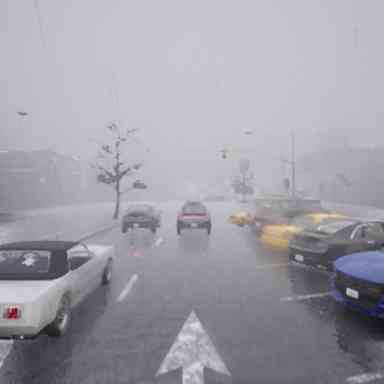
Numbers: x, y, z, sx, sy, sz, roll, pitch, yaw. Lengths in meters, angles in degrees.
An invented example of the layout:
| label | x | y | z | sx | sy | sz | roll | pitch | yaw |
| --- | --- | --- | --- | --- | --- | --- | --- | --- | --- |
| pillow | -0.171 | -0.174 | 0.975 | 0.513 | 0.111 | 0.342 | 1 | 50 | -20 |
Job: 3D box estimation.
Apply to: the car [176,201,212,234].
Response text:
| label | x | y | z | sx | sy | sz | roll | pitch | yaw |
| --- | --- | --- | --- | --- | --- | --- | --- | --- | --- |
| car | 0.108 | 1.478 | 19.109 | 2.128 | 1.511 | 4.902 | 0 | 0 | 0 |

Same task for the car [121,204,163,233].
| label | x | y | z | sx | sy | sz | roll | pitch | yaw |
| --- | --- | --- | --- | --- | --- | --- | --- | --- | --- |
| car | -2.891 | 1.493 | 19.664 | 1.837 | 1.490 | 4.892 | 0 | 0 | 0 |

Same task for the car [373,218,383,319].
| label | x | y | z | sx | sy | sz | roll | pitch | yaw |
| --- | --- | --- | --- | --- | --- | --- | --- | --- | --- |
| car | 5.101 | 1.232 | 3.550 | 5.566 | 2.045 | 2.435 | 1 | 0 | -20 |

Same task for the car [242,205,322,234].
| label | x | y | z | sx | sy | sz | roll | pitch | yaw |
| --- | --- | --- | --- | --- | --- | --- | --- | --- | --- |
| car | 5.103 | 1.508 | 15.477 | 4.792 | 1.488 | 2.163 | 1 | 0 | -20 |

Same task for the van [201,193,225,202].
| label | x | y | z | sx | sy | sz | roll | pitch | yaw |
| --- | --- | --- | --- | --- | --- | --- | --- | --- | --- |
| van | 4.998 | 1.217 | 73.673 | 4.442 | 1.987 | 1.878 | 1 | -1 | -20 |

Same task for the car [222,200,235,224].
| label | x | y | z | sx | sy | sz | roll | pitch | yaw |
| --- | --- | --- | --- | --- | --- | --- | --- | --- | --- |
| car | 4.907 | 1.476 | 21.363 | 5.366 | 1.575 | 1.946 | 1 | 0 | -20 |

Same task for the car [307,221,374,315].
| label | x | y | z | sx | sy | sz | roll | pitch | yaw |
| --- | --- | --- | --- | --- | --- | --- | --- | --- | --- |
| car | 5.079 | 1.480 | 6.515 | 5.008 | 1.535 | 2.097 | 1 | 0 | -20 |

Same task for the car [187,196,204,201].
| label | x | y | z | sx | sy | sz | roll | pitch | yaw |
| --- | --- | --- | --- | --- | --- | --- | --- | --- | --- |
| car | 0.113 | 1.490 | 37.360 | 1.837 | 1.490 | 4.892 | 0 | 0 | 0 |

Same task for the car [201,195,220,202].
| label | x | y | z | sx | sy | sz | roll | pitch | yaw |
| --- | --- | --- | --- | --- | --- | --- | --- | --- | --- |
| car | 5.144 | 1.748 | 91.587 | 4.553 | 1.767 | 2.185 | 1 | -1 | -20 |

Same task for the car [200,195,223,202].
| label | x | y | z | sx | sy | sz | roll | pitch | yaw |
| --- | --- | --- | --- | --- | --- | --- | --- | --- | --- |
| car | 4.935 | 1.652 | 82.577 | 5.366 | 1.575 | 1.946 | 1 | -1 | -20 |

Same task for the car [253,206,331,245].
| label | x | y | z | sx | sy | sz | roll | pitch | yaw |
| --- | --- | --- | --- | --- | --- | --- | --- | --- | --- |
| car | 5.250 | 1.477 | 12.547 | 5.366 | 1.575 | 1.946 | 1 | 0 | -20 |

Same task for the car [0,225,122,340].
| label | x | y | z | sx | sy | sz | roll | pitch | yaw |
| --- | --- | --- | --- | --- | --- | --- | --- | --- | --- |
| car | -2.897 | 1.588 | 6.552 | 1.895 | 1.301 | 4.718 | 0 | 0 | 0 |

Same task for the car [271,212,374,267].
| label | x | y | z | sx | sy | sz | roll | pitch | yaw |
| --- | --- | --- | --- | --- | --- | --- | --- | --- | --- |
| car | 5.068 | 1.479 | 9.500 | 4.892 | 1.521 | 2.231 | 1 | 0 | -20 |

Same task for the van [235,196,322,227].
| label | x | y | z | sx | sy | sz | roll | pitch | yaw |
| --- | --- | --- | --- | --- | --- | --- | --- | --- | --- |
| van | 4.973 | 1.253 | 18.404 | 4.442 | 1.987 | 1.878 | 1 | 0 | -20 |

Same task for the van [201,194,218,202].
| label | x | y | z | sx | sy | sz | roll | pitch | yaw |
| --- | --- | --- | --- | --- | --- | --- | --- | --- | --- |
| van | 5.009 | 1.715 | 94.514 | 4.442 | 1.987 | 1.878 | 1 | -1 | -20 |
